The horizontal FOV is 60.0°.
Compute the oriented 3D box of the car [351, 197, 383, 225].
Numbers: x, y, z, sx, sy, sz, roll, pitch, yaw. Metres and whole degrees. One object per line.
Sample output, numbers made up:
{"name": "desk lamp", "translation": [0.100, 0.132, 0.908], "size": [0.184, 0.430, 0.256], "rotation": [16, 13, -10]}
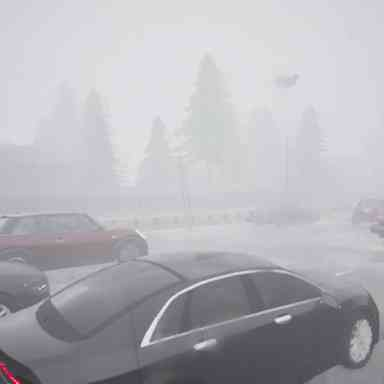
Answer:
{"name": "car", "translation": [12.086, 1.151, 20.960], "size": [4.553, 1.767, 2.097], "rotation": [-1, 0, -35]}

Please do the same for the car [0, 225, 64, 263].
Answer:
{"name": "car", "translation": [-4.652, 1.516, 4.728], "size": [4.892, 1.490, 1.837], "rotation": [-1, 0, -35]}

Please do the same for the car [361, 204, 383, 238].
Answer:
{"name": "car", "translation": [10.341, 1.389, 15.419], "size": [5.357, 1.411, 2.033], "rotation": [-1, 0, -35]}

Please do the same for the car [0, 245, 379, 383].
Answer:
{"name": "car", "translation": [0.375, 1.482, 4.014], "size": [4.892, 1.490, 1.837], "rotation": [-1, 1, -35]}

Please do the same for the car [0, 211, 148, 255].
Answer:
{"name": "car", "translation": [-3.563, 1.327, 9.804], "size": [4.553, 1.767, 2.097], "rotation": [-1, 0, -35]}

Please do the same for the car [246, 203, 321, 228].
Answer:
{"name": "car", "translation": [5.775, 1.395, 20.761], "size": [5.357, 1.411, 2.033], "rotation": [-1, 0, -35]}
